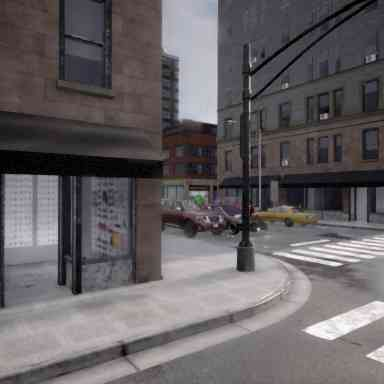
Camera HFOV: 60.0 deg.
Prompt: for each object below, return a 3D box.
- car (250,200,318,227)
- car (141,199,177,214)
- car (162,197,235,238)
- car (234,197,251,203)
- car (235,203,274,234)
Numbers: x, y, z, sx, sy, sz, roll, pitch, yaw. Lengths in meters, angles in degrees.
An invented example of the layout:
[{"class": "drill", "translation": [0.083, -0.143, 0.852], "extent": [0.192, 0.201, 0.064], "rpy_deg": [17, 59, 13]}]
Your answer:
[{"class": "car", "translation": [6.115, 1.530, 22.697], "extent": [1.752, 1.417, 4.829], "rpy_deg": [0, 0, -36]}, {"class": "car", "translation": [-3.682, 1.531, 36.427], "extent": [1.887, 1.381, 4.507], "rpy_deg": [0, 0, -36]}, {"class": "car", "translation": [-0.323, 1.286, 17.905], "extent": [2.192, 1.841, 5.009], "rpy_deg": [0, 0, -36]}, {"class": "car", "translation": [2.916, 1.314, 27.182], "extent": [2.192, 1.841, 5.009], "rpy_deg": [0, 0, -36]}, {"class": "car", "translation": [1.795, 1.529, 19.245], "extent": [2.033, 1.411, 5.357], "rpy_deg": [0, 0, -38]}]
